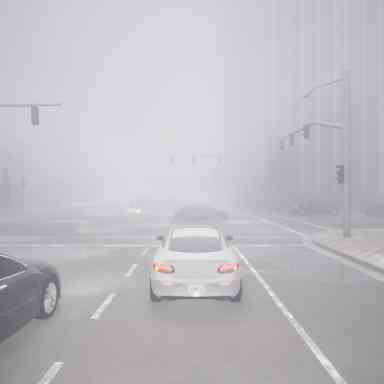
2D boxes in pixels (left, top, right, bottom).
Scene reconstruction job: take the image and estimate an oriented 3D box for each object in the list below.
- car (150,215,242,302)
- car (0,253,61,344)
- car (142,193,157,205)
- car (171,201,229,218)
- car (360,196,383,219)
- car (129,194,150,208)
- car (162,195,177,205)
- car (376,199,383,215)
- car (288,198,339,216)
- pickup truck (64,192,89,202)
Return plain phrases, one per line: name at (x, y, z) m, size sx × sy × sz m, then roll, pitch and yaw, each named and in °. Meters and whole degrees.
car at (0.077, 1.526, 8.122) m, size 1.812 × 1.442 × 4.674 m, roll 0°, pitch 0°, yaw 0°
car at (-3.436, 1.505, 4.472) m, size 1.837 × 1.490 × 4.892 m, roll 0°, pitch 0°, yaw 0°
car at (-7.949, 1.221, 57.775) m, size 2.150 × 2.045 × 5.566 m, roll 0°, pitch 0°, yaw -1°
car at (0.673, 1.564, 25.132) m, size 4.181 × 1.385 × 1.994 m, roll 0°, pitch 0°, yaw 0°
car at (17.708, 1.221, 28.962) m, size 5.566 × 2.045 × 2.150 m, roll 0°, pitch 0°, yaw 0°
car at (-7.825, 1.491, 47.883) m, size 2.128 × 1.511 × 4.902 m, roll 0°, pitch 0°, yaw -1°
car at (-4.276, 1.547, 59.248) m, size 2.033 × 1.411 × 5.357 m, roll 0°, pitch 0°, yaw -1°
car at (20.994, 1.478, 32.484) m, size 5.008 × 1.535 × 1.882 m, roll 0°, pitch 0°, yaw 0°
car at (11.769, 1.352, 32.417) m, size 4.553 × 1.767 × 2.097 m, roll 0°, pitch 0°, yaw 0°
pickup truck at (-24.665, 1.058, 70.172) m, size 2.390 × 2.098 × 6.274 m, roll 0°, pitch 0°, yaw 30°
